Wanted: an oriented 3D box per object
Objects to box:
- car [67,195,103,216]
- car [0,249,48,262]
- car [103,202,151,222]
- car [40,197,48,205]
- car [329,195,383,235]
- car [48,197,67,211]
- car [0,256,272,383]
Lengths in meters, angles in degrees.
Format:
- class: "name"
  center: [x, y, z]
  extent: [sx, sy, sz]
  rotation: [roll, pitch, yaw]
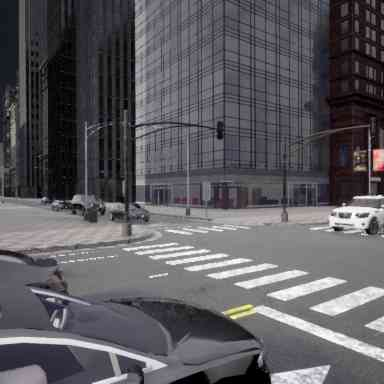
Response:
- class: "car"
  center: [-10.724, 1.294, 34.139]
  extent: [2.150, 2.045, 5.566]
  rotation: [0, 0, -36]
- class: "car"
  center: [-4.204, 1.526, 4.671]
  extent: [4.674, 1.442, 1.812]
  rotation: [0, 0, -36]
- class: "car"
  center: [-4.977, 1.555, 26.035]
  extent: [1.837, 1.490, 4.892]
  rotation: [0, 0, -35]
- class: "car"
  center: [-27.602, 1.653, 63.486]
  extent: [1.837, 1.490, 4.892]
  rotation: [0, 0, -35]
- class: "car"
  center: [10.229, 1.225, 19.095]
  extent: [5.566, 2.045, 2.150]
  rotation: [0, 0, -36]
- class: "car"
  center: [-16.523, 1.661, 42.338]
  extent: [1.994, 1.385, 4.181]
  rotation: [0, 0, -36]
- class: "car"
  center: [-1.485, 1.491, 2.379]
  extent: [4.902, 1.511, 2.128]
  rotation: [0, 0, -36]
